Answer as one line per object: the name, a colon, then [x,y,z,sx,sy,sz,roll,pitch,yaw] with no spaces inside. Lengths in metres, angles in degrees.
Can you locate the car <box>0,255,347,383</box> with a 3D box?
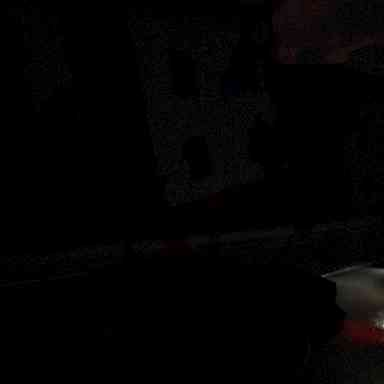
car: [-0.411,1.524,3.733,5.357,1.411,2.033,-1,1,-36]
